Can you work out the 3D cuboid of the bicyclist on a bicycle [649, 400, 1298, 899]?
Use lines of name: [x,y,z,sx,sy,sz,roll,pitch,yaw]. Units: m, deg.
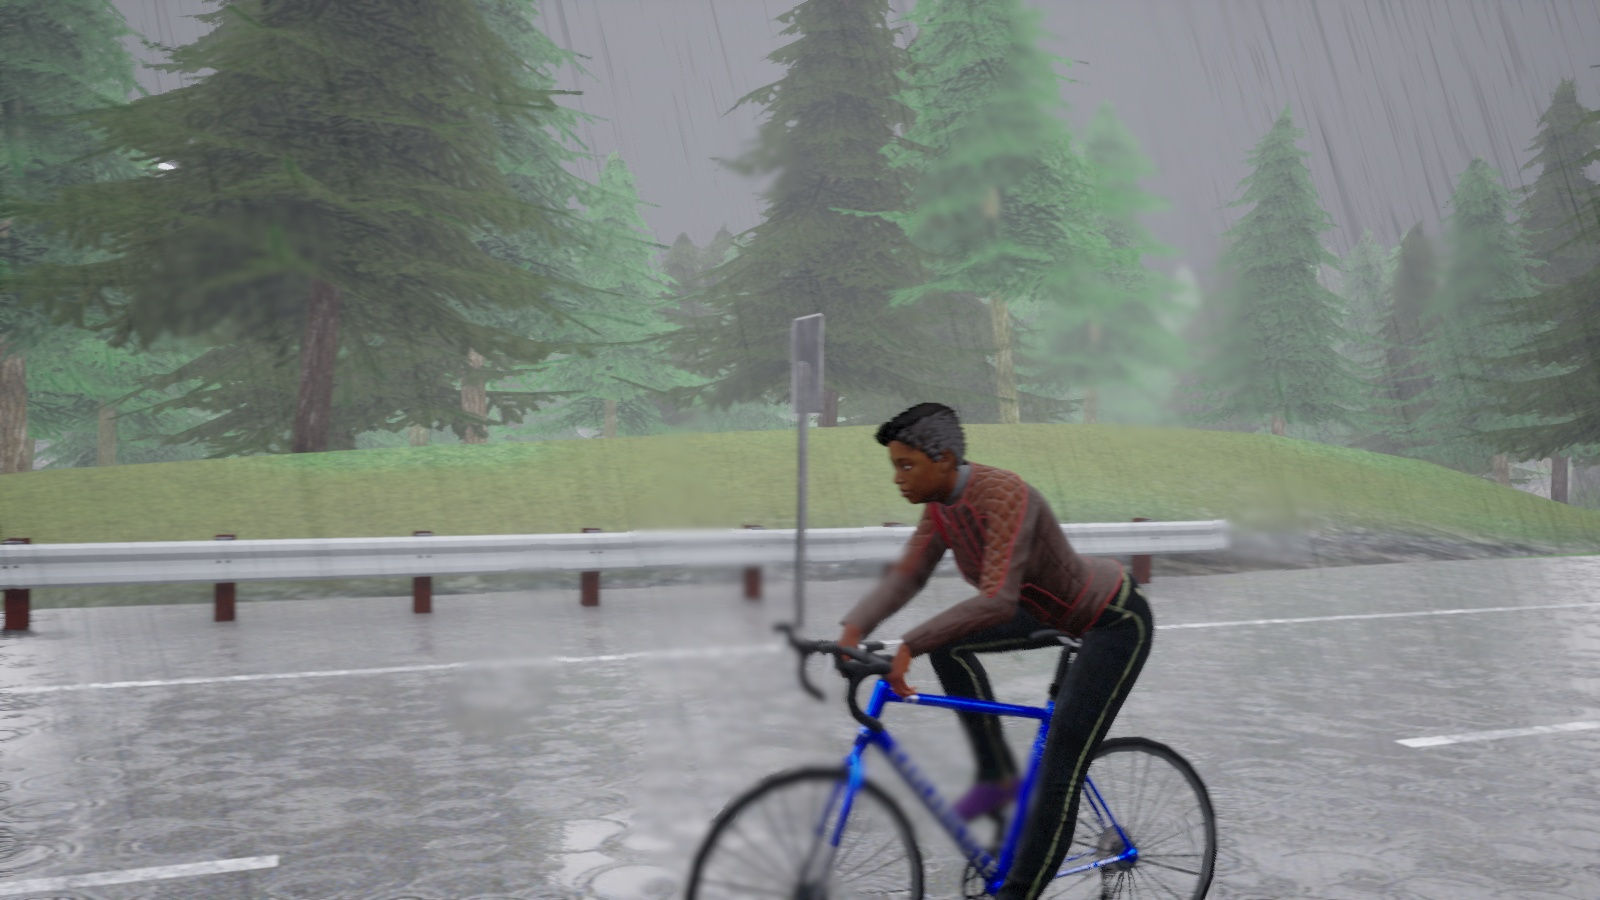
bicyclist on a bicycle: [0.483,0.687,3.423,1.656,1.620,0.582,-1,1,-21]
